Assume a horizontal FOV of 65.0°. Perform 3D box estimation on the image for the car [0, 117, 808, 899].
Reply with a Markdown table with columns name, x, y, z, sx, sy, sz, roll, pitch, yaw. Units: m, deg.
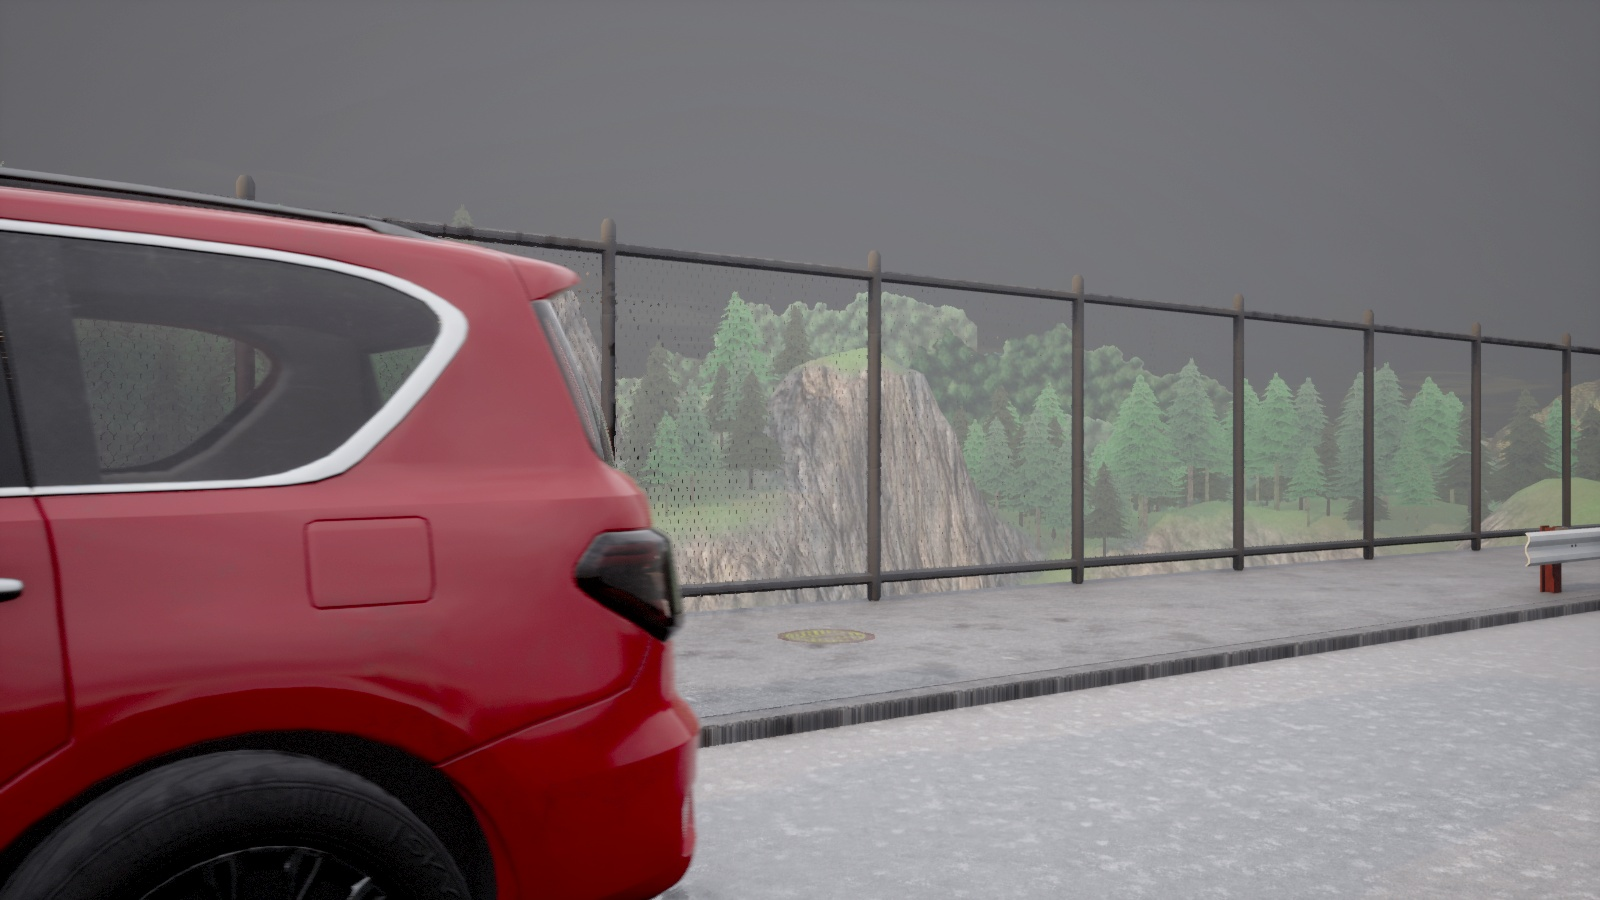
| name | x | y | z | sx | sy | sz | roll | pitch | yaw |
| --- | --- | --- | --- | --- | --- | --- | --- | --- | --- |
| car | -2.878 | 0.477 | 2.270 | 5.566 | 2.045 | 2.150 | 0 | 0 | -35 |
